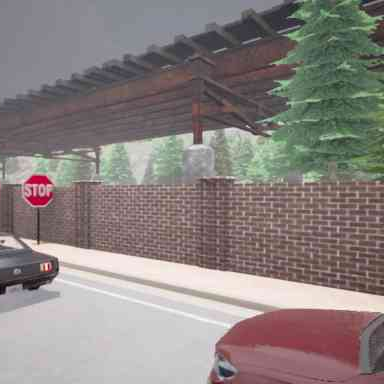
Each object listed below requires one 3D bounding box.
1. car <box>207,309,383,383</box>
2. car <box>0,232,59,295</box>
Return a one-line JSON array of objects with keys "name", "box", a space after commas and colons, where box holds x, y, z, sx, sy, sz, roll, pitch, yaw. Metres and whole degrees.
[{"name": "car", "box": [2.305, 1.526, 2.306, 4.674, 1.442, 1.812, 0, 0, 36]}, {"name": "car", "box": [-5.243, 1.600, 7.790, 4.718, 1.301, 1.895, 0, 0, 36]}]
